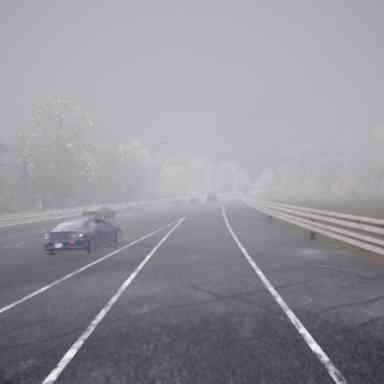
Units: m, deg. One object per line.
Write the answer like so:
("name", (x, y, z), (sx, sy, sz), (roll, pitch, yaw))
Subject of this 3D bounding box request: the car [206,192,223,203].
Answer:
("car", (4.269, 1.105, 67.569), (2.150, 2.045, 5.566), (-4, 0, 12))

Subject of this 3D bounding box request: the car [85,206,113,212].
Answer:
("car", (-9.095, 2.138, 33.001), (1.882, 1.535, 5.008), (-4, 0, 9))

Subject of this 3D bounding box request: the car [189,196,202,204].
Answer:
("car", (0.703, 1.635, 67.398), (1.837, 1.490, 4.892), (-4, 0, 12))

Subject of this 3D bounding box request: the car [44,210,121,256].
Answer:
("car", (-4.705, 1.818, 14.773), (1.812, 1.442, 4.674), (-4, 0, 8))

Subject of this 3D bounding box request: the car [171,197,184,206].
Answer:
("car", (-2.891, 1.866, 67.270), (2.128, 1.511, 4.902), (-4, 0, 12))
